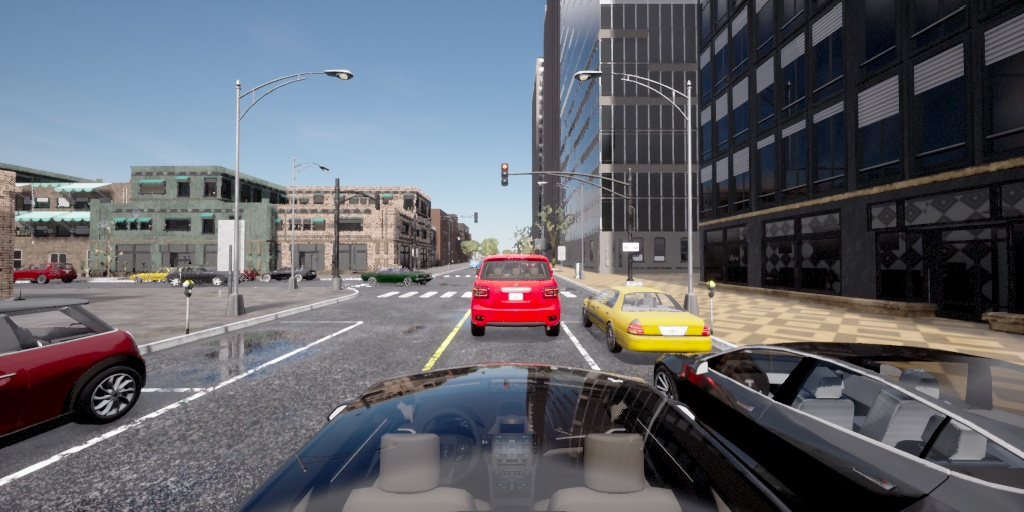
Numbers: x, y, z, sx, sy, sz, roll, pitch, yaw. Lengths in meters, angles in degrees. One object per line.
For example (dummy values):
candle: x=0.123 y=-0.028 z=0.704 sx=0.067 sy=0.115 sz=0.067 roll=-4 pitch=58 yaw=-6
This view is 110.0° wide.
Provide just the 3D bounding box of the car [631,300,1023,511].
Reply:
car: x=2.655 y=1.316 z=2.791 sx=1.948 sy=1.339 sz=4.313 roll=0 pitch=0 yaw=0

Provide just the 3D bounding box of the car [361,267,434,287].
car: x=-7.672 y=1.367 z=24.079 sx=4.718 sy=1.301 sz=1.895 roll=0 pitch=0 yaw=23

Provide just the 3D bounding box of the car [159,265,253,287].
car: x=-21.825 y=1.432 z=25.701 sx=4.892 sy=1.490 sz=1.837 roll=-1 pitch=-1 yaw=1

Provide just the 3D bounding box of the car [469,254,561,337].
car: x=0.081 y=0.975 z=10.480 sx=2.150 sy=2.045 sz=5.566 roll=0 pitch=0 yaw=0

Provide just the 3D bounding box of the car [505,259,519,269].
car: x=-0.024 y=1.262 z=57.297 sx=2.128 sy=1.511 sz=4.902 roll=0 pitch=0 yaw=0

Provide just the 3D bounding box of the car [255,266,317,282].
car: x=-19.477 y=1.562 z=31.458 sx=4.313 sy=1.339 sz=1.948 roll=0 pitch=0 yaw=1

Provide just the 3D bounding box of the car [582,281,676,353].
car: x=2.813 y=1.277 z=8.605 sx=1.751 sy=1.417 sz=4.829 roll=0 pitch=0 yaw=0

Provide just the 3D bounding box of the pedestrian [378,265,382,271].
pedestrian: x=-12.616 y=1.399 z=34.339 sx=0.375 sy=1.300 sz=0.375 roll=0 pitch=0 yaw=1

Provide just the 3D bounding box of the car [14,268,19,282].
car: x=-39.360 y=1.619 z=25.901 sx=4.674 sy=1.442 sz=1.812 roll=-1 pitch=-1 yaw=1

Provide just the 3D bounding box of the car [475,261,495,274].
car: x=-3.193 y=1.312 z=43.986 sx=2.033 sy=1.411 sz=5.357 roll=0 pitch=0 yaw=0

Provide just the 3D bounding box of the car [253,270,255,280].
car: x=-25.025 y=1.489 z=31.517 sx=4.097 sy=1.591 sz=1.967 roll=0 pitch=0 yaw=1

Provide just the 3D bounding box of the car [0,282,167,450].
car: x=-5.692 y=1.190 z=2.827 sx=1.967 sy=1.591 sz=4.097 roll=0 pitch=0 yaw=0

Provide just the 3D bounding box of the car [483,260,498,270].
car: x=-3.209 y=1.317 z=54.174 sx=2.033 sy=1.411 sz=5.357 roll=0 pitch=0 yaw=0

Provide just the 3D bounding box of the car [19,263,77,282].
car: x=-41.669 y=1.522 z=31.692 sx=5.009 sy=1.841 sz=2.192 roll=0 pitch=0 yaw=1

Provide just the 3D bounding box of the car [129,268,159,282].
car: x=-30.743 y=1.627 z=31.577 sx=4.829 sy=1.417 sz=1.751 roll=0 pitch=0 yaw=1
